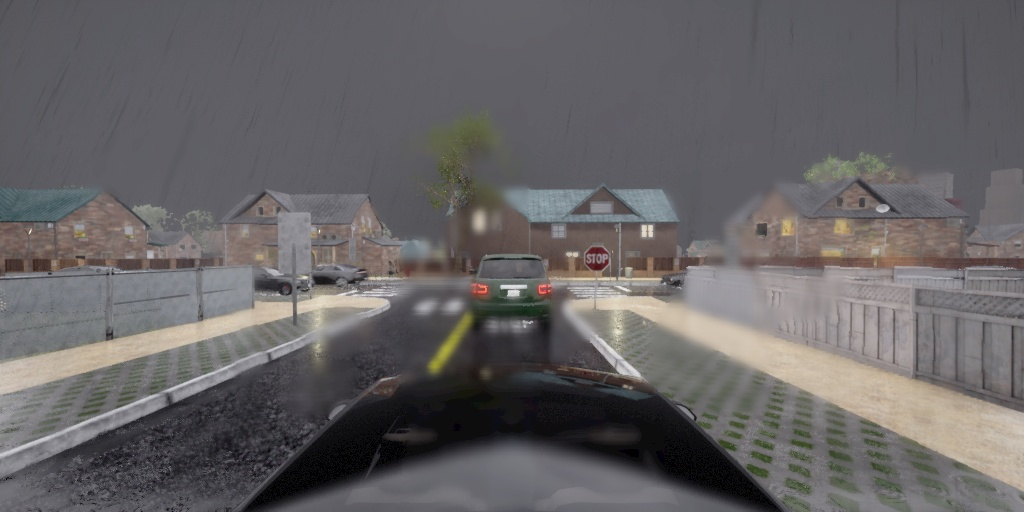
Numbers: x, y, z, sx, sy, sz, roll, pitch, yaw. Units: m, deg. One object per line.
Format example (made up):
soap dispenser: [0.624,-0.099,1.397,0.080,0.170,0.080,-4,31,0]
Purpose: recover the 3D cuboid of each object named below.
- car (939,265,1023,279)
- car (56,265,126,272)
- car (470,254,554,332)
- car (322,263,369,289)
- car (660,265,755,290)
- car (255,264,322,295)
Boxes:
car: [27.579,1.258,21.073,4.181,1.385,1.994,0,1,0]
car: [-22.419,1.249,19.513,5.008,1.535,1.882,0,1,2]
car: [-0.124,0.967,11.081,2.150,2.045,5.566,0,0,-4]
car: [-11.414,1.195,22.108,4.902,1.511,2.128,0,1,2]
car: [11.800,1.248,21.367,5.357,1.411,2.033,0,1,2]
car: [-13.112,1.301,19.215,4.674,1.442,1.812,0,1,2]
